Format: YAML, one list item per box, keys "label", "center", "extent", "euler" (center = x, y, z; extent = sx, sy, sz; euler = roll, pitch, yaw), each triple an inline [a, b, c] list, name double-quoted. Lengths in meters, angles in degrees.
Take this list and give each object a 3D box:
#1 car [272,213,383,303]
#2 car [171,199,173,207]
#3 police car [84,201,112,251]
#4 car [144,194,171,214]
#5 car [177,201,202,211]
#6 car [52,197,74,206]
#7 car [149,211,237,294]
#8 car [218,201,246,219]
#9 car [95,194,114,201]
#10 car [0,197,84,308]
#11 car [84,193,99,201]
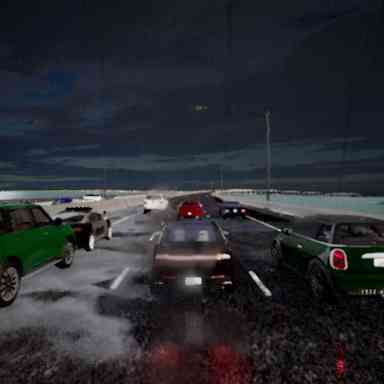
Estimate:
- label: "car"
  center: [3.499, 1.321, 8.290]
  extent: [2.097, 1.767, 4.553]
  euler: [0, 0, -1]
- label: "car"
  center: [-3.875, 1.483, 49.825]
  extent: [2.033, 1.411, 5.357]
  euler: [0, 0, 0]
- label: "police car"
  center: [-4.732, 1.430, 14.144]
  extent: [1.930, 1.638, 5.238]
  euler: [0, 0, -1]
- label: "car"
  center: [-3.821, 1.187, 35.754]
  extent: [2.150, 2.045, 5.566]
  euler: [0, 0, 1]
- label: "car"
  center: [-0.194, 1.435, 27.045]
  extent: [1.882, 1.535, 5.008]
  euler: [0, 0, 0]
- label: "car"
  center: [-21.390, 1.546, 55.525]
  extent: [1.812, 1.442, 4.674]
  euler: [0, 0, 1]
- label: "car"
  center: [-0.008, 1.479, 8.751]
  extent: [2.128, 1.511, 4.902]
  euler: [0, 0, -1]
- label: "car"
  center: [3.298, 1.484, 27.977]
  extent: [2.033, 1.411, 5.357]
  euler: [0, 0, 0]
- label: "car"
  center: [-14.379, 1.525, 56.871]
  extent: [2.033, 1.411, 5.357]
  euler: [0, 0, 1]
- label: "car"
  center: [-4.655, 1.239, 8.074]
  extent: [2.150, 2.045, 5.566]
  euler: [0, 0, -1]
- label: "car"
  center: [-17.856, 1.213, 59.281]
  extent: [2.150, 2.045, 5.566]
  euler: [0, 0, 1]
